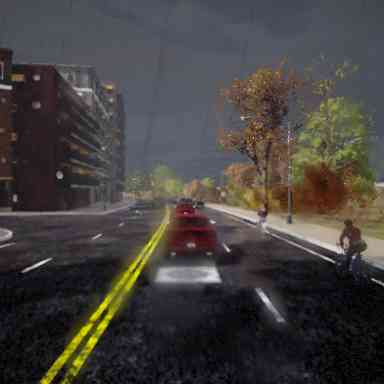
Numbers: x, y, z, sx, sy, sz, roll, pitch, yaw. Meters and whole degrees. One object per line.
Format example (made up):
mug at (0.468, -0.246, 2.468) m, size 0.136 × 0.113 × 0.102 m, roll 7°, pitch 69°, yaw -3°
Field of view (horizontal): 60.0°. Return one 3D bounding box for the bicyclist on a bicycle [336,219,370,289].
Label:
bicyclist on a bicycle at (4.063, 1.531, 8.463) m, size 0.582 × 1.620 × 1.656 m, roll 0°, pitch -1°, yaw -1°

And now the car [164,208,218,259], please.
car at (-0.066, 1.602, 13.262) m, size 1.882 × 1.535 × 5.008 m, roll 0°, pitch -1°, yaw -1°

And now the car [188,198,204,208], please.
car at (0.983, 1.998, 56.107) m, size 2.128 × 1.511 × 4.902 m, roll 0°, pitch 0°, yaw -5°

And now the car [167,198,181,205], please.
car at (-4.385, 2.224, 76.869) m, size 2.033 × 1.411 × 5.357 m, roll 0°, pitch 0°, yaw -7°

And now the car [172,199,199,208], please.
car at (-0.700, 1.773, 31.910) m, size 1.882 × 1.535 × 5.008 m, roll 0°, pitch -1°, yaw -3°

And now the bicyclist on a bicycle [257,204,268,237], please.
bicyclist on a bicycle at (3.859, 1.540, 18.350) m, size 0.659 × 1.776 × 1.843 m, roll 0°, pitch 0°, yaw -1°

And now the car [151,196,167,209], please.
car at (-5.733, 1.739, 56.836) m, size 2.150 × 2.045 × 5.566 m, roll 0°, pitch 0°, yaw -4°

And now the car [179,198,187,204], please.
car at (-2.400, 2.273, 87.549) m, size 1.837 × 1.490 × 4.892 m, roll 0°, pitch 0°, yaw -7°

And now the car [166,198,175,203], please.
car at (-5.637, 2.229, 87.259) m, size 1.994 × 1.385 × 4.181 m, roll 0°, pitch 0°, yaw -7°
